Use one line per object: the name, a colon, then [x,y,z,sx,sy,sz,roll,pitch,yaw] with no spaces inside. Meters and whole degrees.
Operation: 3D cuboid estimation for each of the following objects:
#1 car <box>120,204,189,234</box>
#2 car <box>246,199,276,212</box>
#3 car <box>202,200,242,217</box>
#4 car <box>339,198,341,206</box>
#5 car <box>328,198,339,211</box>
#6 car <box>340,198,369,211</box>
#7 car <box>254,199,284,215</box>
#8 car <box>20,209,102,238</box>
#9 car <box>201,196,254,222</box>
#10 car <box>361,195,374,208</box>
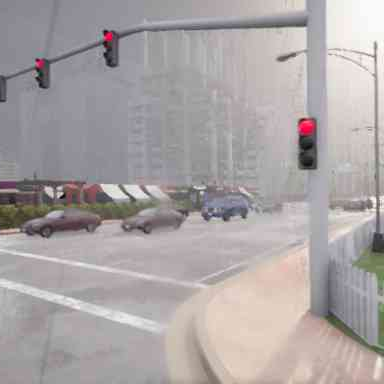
car: [-2.354,1.684,20.678,1.812,1.442,4.674,-1,0,34]
car: [9.139,1.697,43.899,2.128,1.511,4.902,-1,0,34]
car: [3.313,1.694,35.339,2.128,1.511,4.902,-1,0,34]
car: [22.239,1.605,50.510,1.882,1.535,5.008,-1,0,34]
car: [16.737,1.672,42.368,2.033,1.411,5.357,-1,0,34]
car: [20.186,1.649,41.224,1.994,1.385,4.181,-1,0,34]
car: [8.614,1.655,36.921,2.128,1.511,4.902,-1,0,34]
car: [-7.471,1.723,19.395,1.812,1.442,4.674,-1,0,36]
car: [2.965,1.383,28.591,2.150,2.045,5.566,-1,0,34]
car: [25.066,1.613,48.443,1.812,1.442,4.674,-1,0,34]
